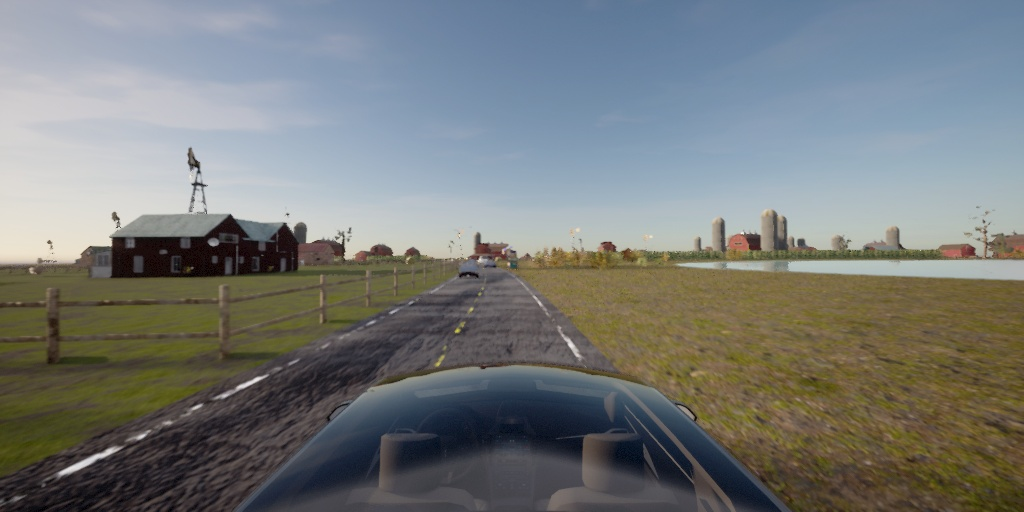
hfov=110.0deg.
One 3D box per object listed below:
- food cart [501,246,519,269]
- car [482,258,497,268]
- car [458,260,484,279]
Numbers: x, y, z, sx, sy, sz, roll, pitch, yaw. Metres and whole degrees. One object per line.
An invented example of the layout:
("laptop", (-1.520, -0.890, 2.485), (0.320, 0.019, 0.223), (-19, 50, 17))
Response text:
("food cart", (0.045, 0.310, 56.723), (2.280, 3.560, 4.660), (0, 0, -6))
("car", (-3.842, 1.431, 63.378), (1.994, 1.385, 4.181), (0, 0, -8))
("car", (-3.926, 1.327, 33.455), (2.033, 1.411, 5.357), (0, 0, -4))
